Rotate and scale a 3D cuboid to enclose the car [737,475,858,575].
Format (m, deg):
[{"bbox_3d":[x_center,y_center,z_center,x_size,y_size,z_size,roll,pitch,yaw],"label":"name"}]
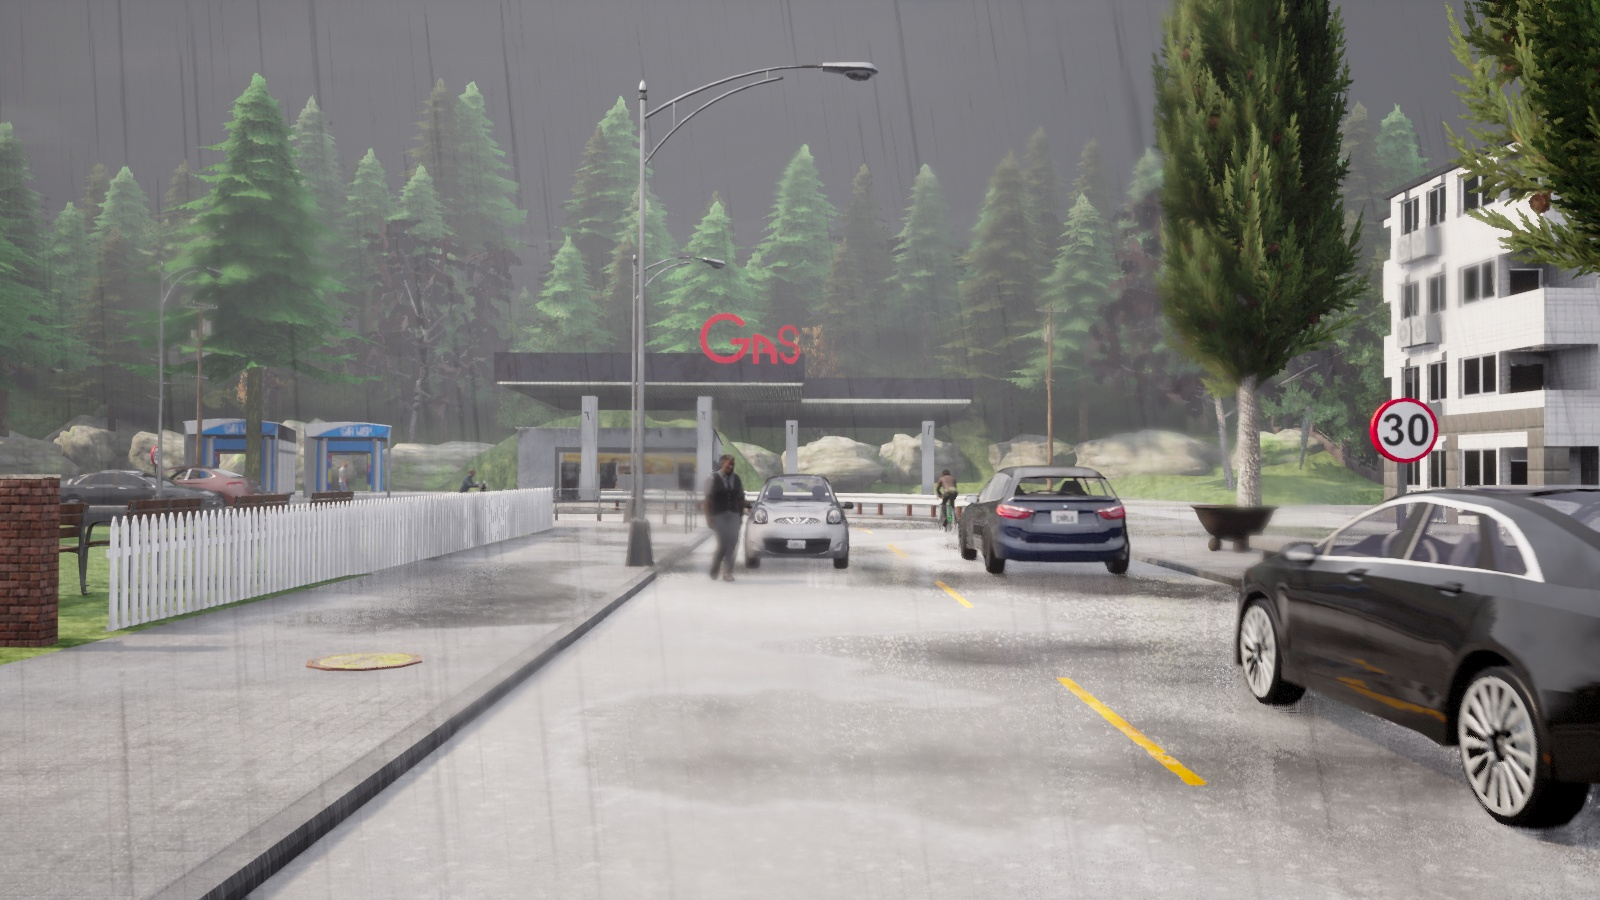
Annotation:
[{"bbox_3d":[-0.038,1.181,21.052,1.845,1.501,3.633,0,-1,0],"label":"car"}]

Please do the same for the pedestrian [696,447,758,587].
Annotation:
[{"bbox_3d":[-1.014,0.904,17.417,0.563,1.883,0.849,0,-1,-27],"label":"pedestrian"}]

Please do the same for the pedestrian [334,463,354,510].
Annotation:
[{"bbox_3d":[-17.609,1.407,48.486,0.706,1.836,0.354,0,-1,-21],"label":"pedestrian"}]

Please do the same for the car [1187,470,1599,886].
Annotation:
[{"bbox_3d":[3.987,0.873,7.009,2.128,1.511,4.902,0,-1,0],"label":"car"}]

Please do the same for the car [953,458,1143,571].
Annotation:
[{"bbox_3d":[3.960,0.994,20.928,2.242,1.667,4.611,0,-1,0],"label":"car"}]

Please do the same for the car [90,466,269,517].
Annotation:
[{"bbox_3d":[-21.076,1.395,42.796,5.027,1.651,2.152,0,-1,0],"label":"car"}]

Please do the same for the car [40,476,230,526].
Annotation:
[{"bbox_3d":[-20.468,1.551,38.792,4.892,1.490,1.837,0,-1,0],"label":"car"}]

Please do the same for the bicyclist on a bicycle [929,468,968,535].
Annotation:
[{"bbox_3d":[3.742,1.285,31.725,0.582,1.620,1.656,-1,-1,-6],"label":"bicyclist on a bicycle"}]
